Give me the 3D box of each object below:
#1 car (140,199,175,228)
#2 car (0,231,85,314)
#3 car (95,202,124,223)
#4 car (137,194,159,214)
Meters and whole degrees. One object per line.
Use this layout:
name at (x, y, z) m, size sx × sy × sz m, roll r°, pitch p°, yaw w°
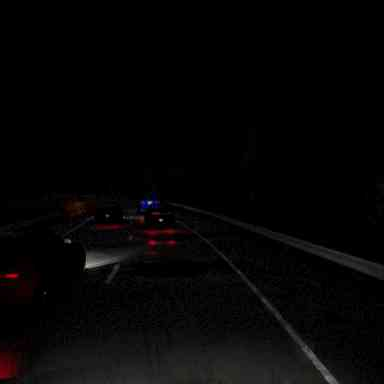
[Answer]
car at (-2.246, 1.509, 22.559) m, size 2.128 × 1.511 × 4.902 m, roll 0°, pitch 0°, yaw -9°
car at (-3.850, 1.576, 7.592) m, size 1.994 × 1.385 × 4.181 m, roll 0°, pitch 0°, yaw -4°
car at (-6.329, 1.505, 25.706) m, size 1.882 × 1.535 × 5.008 m, roll 0°, pitch 0°, yaw -10°
car at (-4.697, 1.250, 36.025) m, size 2.150 × 2.045 × 5.566 m, roll 0°, pitch 0°, yaw -11°
